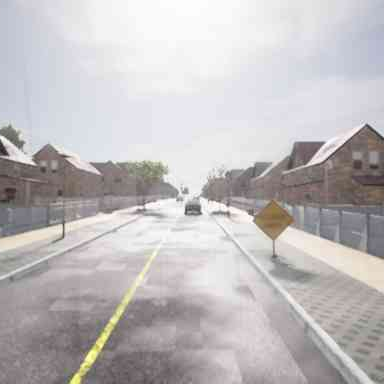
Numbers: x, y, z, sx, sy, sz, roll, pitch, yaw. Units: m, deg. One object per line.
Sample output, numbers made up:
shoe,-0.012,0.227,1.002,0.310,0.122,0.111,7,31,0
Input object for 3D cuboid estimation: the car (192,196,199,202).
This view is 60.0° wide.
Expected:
car,0.962,1.847,88.218,1.882,1.535,5.008,0,0,0

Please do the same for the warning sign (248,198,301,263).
warning sign,2.491,1.143,10.220,1.300,1.860,1.060,-2,-2,0

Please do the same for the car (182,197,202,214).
car,0.099,1.624,36.841,1.837,1.490,4.892,0,0,0

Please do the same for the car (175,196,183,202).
car,-2.750,1.572,75.311,1.812,1.442,4.674,0,0,0
